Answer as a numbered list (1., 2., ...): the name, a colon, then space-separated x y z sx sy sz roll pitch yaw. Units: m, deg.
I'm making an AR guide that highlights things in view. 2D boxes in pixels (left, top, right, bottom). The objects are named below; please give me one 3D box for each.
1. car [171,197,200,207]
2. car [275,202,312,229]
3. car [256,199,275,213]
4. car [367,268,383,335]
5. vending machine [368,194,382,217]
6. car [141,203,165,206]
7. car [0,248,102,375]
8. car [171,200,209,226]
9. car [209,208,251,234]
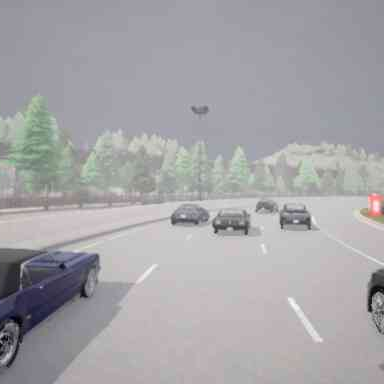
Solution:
1. car: -0.865 1.485 50.208 2.033 1.411 5.357 0 0 29
2. car: 6.647 1.496 21.647 2.128 1.511 4.902 0 0 15
3. car: 8.403 1.499 36.995 1.837 1.490 4.892 0 0 24
4. car: 3.814 1.504 3.730 2.128 1.511 4.902 0 0 3
5. vending machine: 17.040 1.236 30.960 1.100 2.100 0.880 0 0 23
6. car: -5.684 1.482 48.449 1.994 1.385 4.181 0 0 27
7. car: -3.102 1.580 5.516 1.895 1.301 4.718 0 0 4
8. car: -0.050 1.536 23.583 1.994 1.385 4.181 0 0 15
9. car: 2.400 1.589 19.098 1.895 1.301 4.718 0 0 12
